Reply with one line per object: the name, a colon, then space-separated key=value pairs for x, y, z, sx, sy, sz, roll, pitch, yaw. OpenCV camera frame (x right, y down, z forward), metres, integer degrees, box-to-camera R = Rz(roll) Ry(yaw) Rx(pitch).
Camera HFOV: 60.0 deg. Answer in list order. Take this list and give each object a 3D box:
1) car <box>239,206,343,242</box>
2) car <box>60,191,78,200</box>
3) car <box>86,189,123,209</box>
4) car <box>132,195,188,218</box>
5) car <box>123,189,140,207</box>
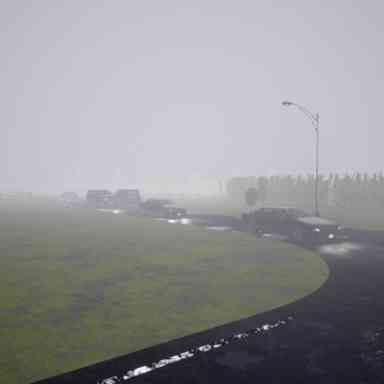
car: x=4.560 y=1.434 z=16.333 sx=2.033 sy=1.411 sz=5.357 roll=-1 pitch=1 yaw=-30
car: x=-21.624 y=0.578 z=58.368 sx=1.882 sy=1.535 sz=5.008 roll=-1 pitch=1 yaw=-36
car: x=-10.227 y=0.720 z=37.536 sx=2.150 sy=2.045 sz=5.566 roll=-1 pitch=1 yaw=-36
car: x=-2.488 y=1.244 z=26.791 sx=2.033 sy=1.411 sz=5.357 roll=-1 pitch=1 yaw=-36
car: x=-8.046 y=0.682 z=39.535 sx=2.150 sy=2.045 sz=5.566 roll=-1 pitch=1 yaw=-36
